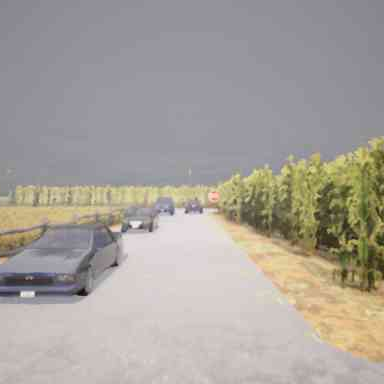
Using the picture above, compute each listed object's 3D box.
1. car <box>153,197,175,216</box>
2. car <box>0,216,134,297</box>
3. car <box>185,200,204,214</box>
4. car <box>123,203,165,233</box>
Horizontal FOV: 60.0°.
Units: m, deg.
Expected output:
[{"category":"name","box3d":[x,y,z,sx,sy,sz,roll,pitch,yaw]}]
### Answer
[{"category":"car","box3d":[-3.108,1.565,37.687,2.150,2.045,5.566,0,-1,0]},{"category":"car","box3d":[-3.197,1.636,9.157,2.033,1.411,5.357,0,-1,0]},{"category":"car","box3d":[0.402,1.754,42.134,2.097,1.767,4.553,0,-1,6]},{"category":"car","box3d":[-3.196,1.695,21.298,2.128,1.511,4.902,0,-1,0]}]
